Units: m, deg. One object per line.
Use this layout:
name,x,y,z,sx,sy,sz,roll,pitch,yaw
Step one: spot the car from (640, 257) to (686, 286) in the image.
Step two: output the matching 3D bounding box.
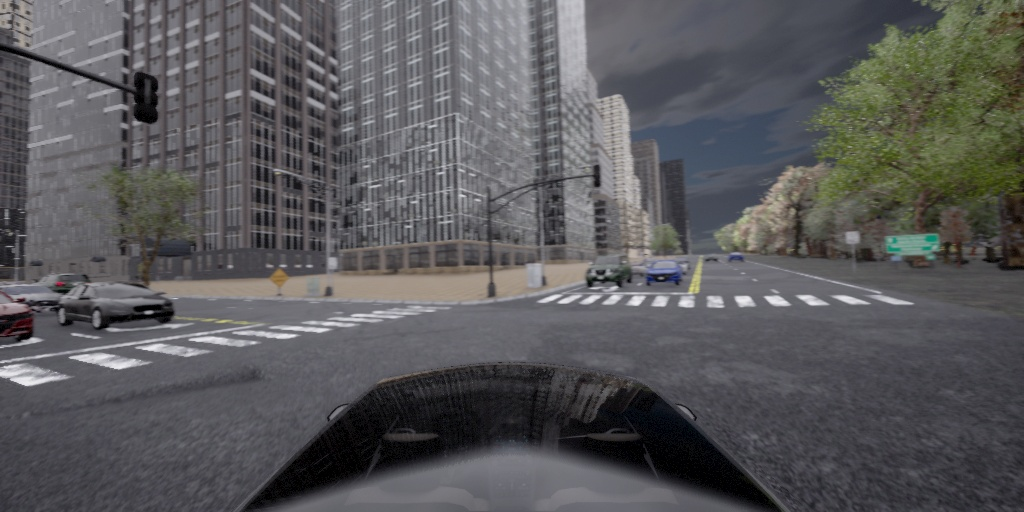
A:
car,9.846,0.995,23.118,1.882,1.535,5.008,-3,-1,28

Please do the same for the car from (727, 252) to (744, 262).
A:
car,34.267,0.111,55.018,1.882,1.535,5.008,-2,0,28

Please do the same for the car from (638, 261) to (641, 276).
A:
car,11.167,1.165,32.512,1.895,1.301,4.718,-3,-1,28

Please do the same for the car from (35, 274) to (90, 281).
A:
car,-38.253,2.552,30.476,5.566,2.045,2.150,-2,-2,22

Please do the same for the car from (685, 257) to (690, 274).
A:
car,14.221,0.999,31.355,1.895,1.301,4.718,-3,-1,28

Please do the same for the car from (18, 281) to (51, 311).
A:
car,-23.167,2.077,16.961,5.357,1.411,2.033,-2,-2,23

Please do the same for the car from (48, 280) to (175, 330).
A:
car,-14.412,1.725,13.055,4.892,1.490,1.837,-2,-2,24

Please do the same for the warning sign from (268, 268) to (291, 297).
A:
warning sign,-15.505,1.758,23.919,1.060,1.860,1.300,0,0,24

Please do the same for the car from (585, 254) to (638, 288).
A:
car,6.561,0.911,23.892,2.150,2.045,5.566,-3,-1,28

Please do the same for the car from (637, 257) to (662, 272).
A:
car,16.032,0.924,41.673,2.128,1.511,4.902,-3,-1,28

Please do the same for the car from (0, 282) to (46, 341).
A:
car,-15.325,1.598,9.898,5.008,1.535,1.882,-2,-2,25
